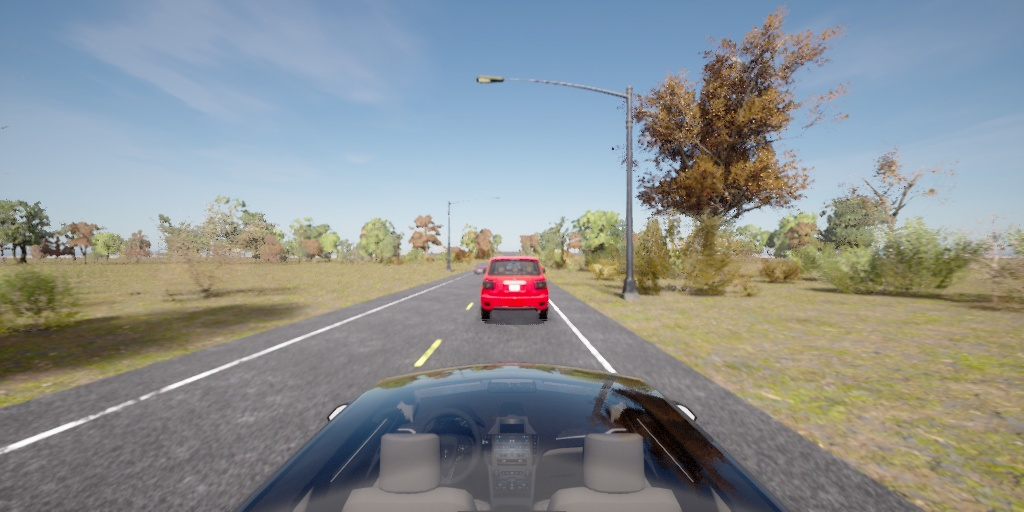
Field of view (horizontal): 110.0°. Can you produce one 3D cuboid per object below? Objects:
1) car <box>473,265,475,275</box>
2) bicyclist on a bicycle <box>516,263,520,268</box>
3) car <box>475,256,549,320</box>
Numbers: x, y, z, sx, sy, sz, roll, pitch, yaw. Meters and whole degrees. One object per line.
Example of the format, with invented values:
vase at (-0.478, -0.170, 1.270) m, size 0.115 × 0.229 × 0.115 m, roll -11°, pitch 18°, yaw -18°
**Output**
car at (-3.580, 1.530, 43.725) m, size 1.812 × 1.442 × 4.674 m, roll 0°, pitch 0°, yaw 0°
bicyclist on a bicycle at (0.972, 1.546, 62.240) m, size 0.866 × 1.612 × 1.509 m, roll 0°, pitch 0°, yaw 0°
car at (0.088, 1.042, 13.136) m, size 2.150 × 2.045 × 5.566 m, roll 0°, pitch 0°, yaw 0°
